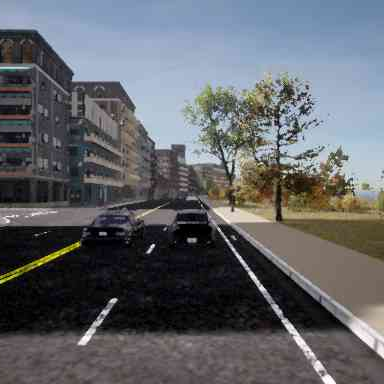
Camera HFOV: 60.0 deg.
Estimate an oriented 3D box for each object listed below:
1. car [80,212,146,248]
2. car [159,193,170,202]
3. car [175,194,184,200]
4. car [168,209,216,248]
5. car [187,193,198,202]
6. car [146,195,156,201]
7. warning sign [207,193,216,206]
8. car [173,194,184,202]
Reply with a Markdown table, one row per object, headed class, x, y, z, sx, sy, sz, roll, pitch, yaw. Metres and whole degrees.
| class | x | y | z | sx | sy | sz | roll | pitch | yaw |
| --- | --- | --- | --- | --- | --- | --- | --- | --- | --- |
| car | -3.250 | 1.567 | 14.650 | 2.033 | 1.411 | 5.357 | 0 | 0 | 0 |
| car | -6.499 | 1.209 | 79.711 | 2.150 | 2.045 | 5.566 | 0 | 0 | 0 |
| car | -3.250 | 1.310 | 88.460 | 2.097 | 1.767 | 4.553 | 0 | 0 | 0 |
| car | 0.000 | 1.520 | 14.650 | 1.837 | 1.490 | 4.892 | 0 | 0 | 0 |
| car | 0.000 | 1.227 | 74.766 | 2.150 | 2.045 | 5.566 | 0 | 0 | 0 |
| car | -9.749 | 1.484 | 79.741 | 1.837 | 1.490 | 4.892 | 0 | 0 | 0 |
| warning sign | 2.842 | 1.129 | 48.425 | 1.300 | 1.860 | 1.060 | -1 | -1 | 0 |
| car | -3.250 | 1.599 | 75.183 | 1.895 | 1.301 | 4.718 | 0 | 0 | 0 |
